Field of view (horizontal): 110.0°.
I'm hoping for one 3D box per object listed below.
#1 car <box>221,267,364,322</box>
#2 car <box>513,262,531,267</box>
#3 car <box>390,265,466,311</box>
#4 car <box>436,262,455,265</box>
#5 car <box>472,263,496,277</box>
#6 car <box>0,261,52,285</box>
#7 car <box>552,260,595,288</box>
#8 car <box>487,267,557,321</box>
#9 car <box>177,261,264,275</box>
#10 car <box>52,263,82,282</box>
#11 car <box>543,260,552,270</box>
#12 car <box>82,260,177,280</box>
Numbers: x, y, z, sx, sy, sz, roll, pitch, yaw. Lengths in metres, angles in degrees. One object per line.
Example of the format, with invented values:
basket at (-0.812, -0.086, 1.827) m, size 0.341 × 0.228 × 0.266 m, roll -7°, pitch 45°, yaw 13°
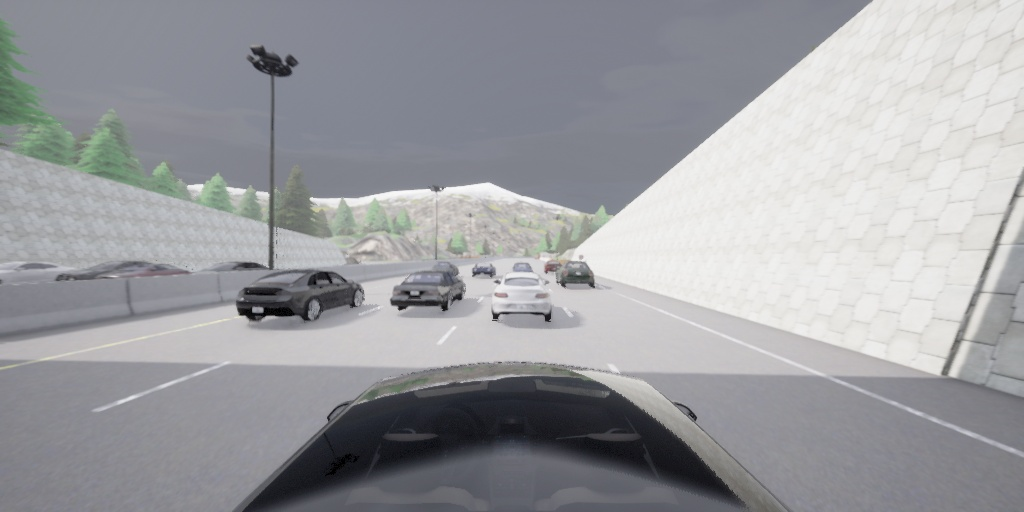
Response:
car at (-6.682, 1.186, 11.940) m, size 1.837 × 1.490 × 4.892 m, roll 0°, pitch 0°, yaw 2°
car at (0.855, 1.264, 31.042) m, size 2.033 × 1.411 × 5.357 m, roll 0°, pitch 0°, yaw 2°
car at (-3.116, 1.255, 14.237) m, size 2.033 × 1.411 × 5.357 m, roll 0°, pitch 0°, yaw 2°
car at (-6.105, 1.222, 32.590) m, size 1.994 × 1.385 × 4.181 m, roll 0°, pitch 0°, yaw 2°
car at (-2.568, 1.286, 33.842) m, size 1.895 × 1.301 × 4.718 m, roll 0°, pitch 0°, yaw 2°
car at (-27.658, 1.024, 20.129) m, size 1.812 × 1.442 × 4.674 m, roll 0°, pitch 0°, yaw 2°
car at (4.169, 1.106, 24.306) m, size 2.097 × 1.767 × 4.553 m, roll 0°, pitch 0°, yaw 2°
car at (0.332, 1.264, 12.330) m, size 1.812 × 1.442 × 4.674 m, roll 0°, pitch 0°, yaw 2°
car at (-17.102, 1.087, 21.916) m, size 1.837 × 1.490 × 4.892 m, roll 0°, pitch 0°, yaw 2°
car at (-24.100, 1.030, 22.097) m, size 1.837 × 1.490 × 4.892 m, roll 0°, pitch 0°, yaw 2°
car at (4.633, 1.212, 40.874) m, size 1.882 × 1.535 × 5.008 m, roll 0°, pitch 0°, yaw 2°
car at (-20.651, 1.119, 20.279) m, size 1.994 × 1.385 × 4.181 m, roll 0°, pitch 0°, yaw 2°
